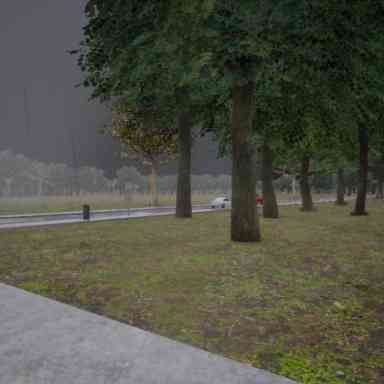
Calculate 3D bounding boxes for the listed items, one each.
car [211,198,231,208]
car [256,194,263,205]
[{"bbox_3d":[4.455,1.575,47.789,1.812,1.442,4.674,0,0,36],"label":"car"},{"bbox_3d":[10.227,1.274,55.829,2.150,2.045,5.566,0,0,36],"label":"car"}]
